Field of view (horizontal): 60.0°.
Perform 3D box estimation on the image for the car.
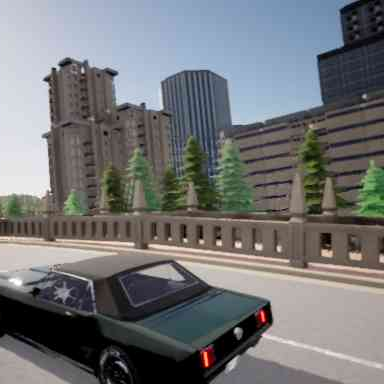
[{"bbox_3d":[-1.366,1.618,4.966,4.718,1.301,1.895,-1,0,35],"label":"car"}]
